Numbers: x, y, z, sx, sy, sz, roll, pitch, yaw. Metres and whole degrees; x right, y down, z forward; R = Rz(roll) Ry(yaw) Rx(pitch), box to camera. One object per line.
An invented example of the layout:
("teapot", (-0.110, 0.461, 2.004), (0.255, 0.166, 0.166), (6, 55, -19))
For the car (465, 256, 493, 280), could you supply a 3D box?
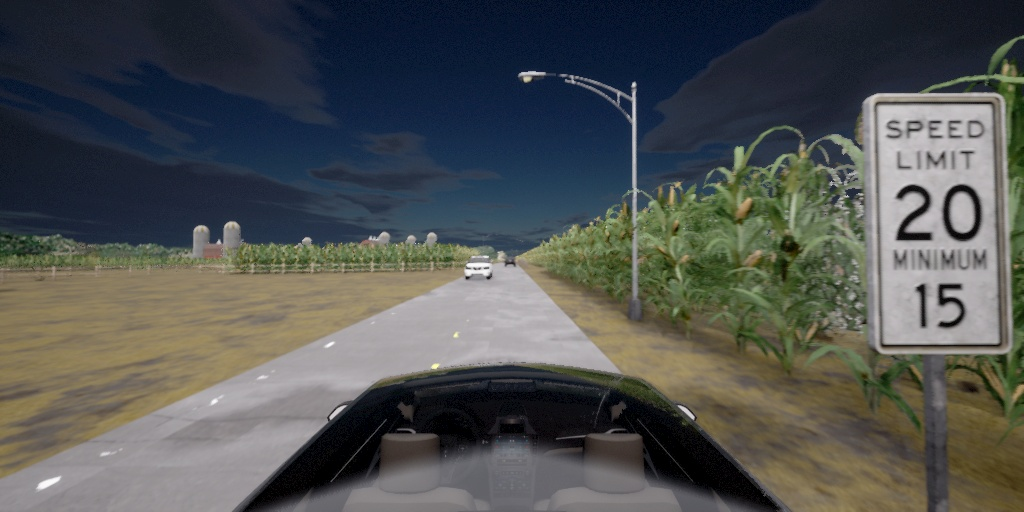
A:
("car", (-2.895, 1.007, 32.295), (2.150, 2.045, 5.566), (0, 0, 0))
